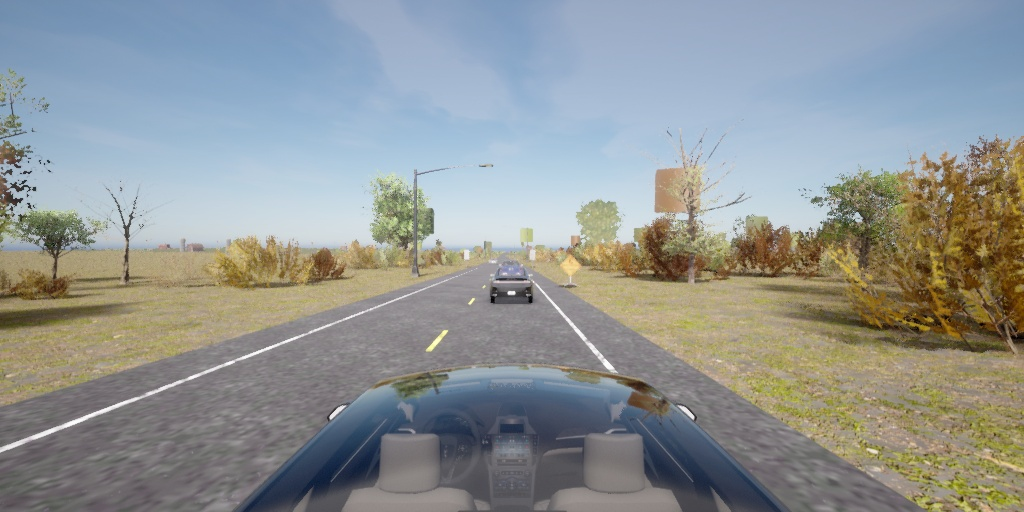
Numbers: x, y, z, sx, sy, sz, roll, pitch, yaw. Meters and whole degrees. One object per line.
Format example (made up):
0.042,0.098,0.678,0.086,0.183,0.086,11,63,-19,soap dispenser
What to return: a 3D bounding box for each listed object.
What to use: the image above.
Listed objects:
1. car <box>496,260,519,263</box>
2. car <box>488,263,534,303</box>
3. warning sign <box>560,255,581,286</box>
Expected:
-0.090,1.105,31.488,2.097,1.767,4.553,0,0,0,car
-0.023,1.239,16.509,2.128,1.511,4.902,0,0,0,car
3.509,0.856,21.644,1.300,1.860,1.060,0,0,0,warning sign
